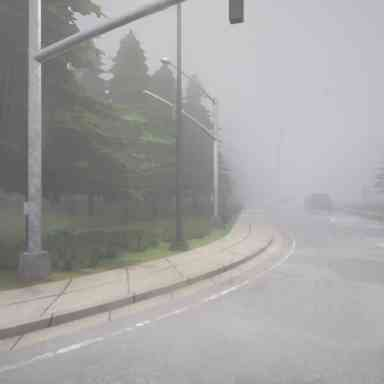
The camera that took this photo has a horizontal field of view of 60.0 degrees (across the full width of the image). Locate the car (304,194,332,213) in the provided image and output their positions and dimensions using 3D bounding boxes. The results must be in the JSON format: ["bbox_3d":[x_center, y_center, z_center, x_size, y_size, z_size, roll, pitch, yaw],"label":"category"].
[{"bbox_3d":[14.160,1.221,37.563,2.150,2.045,5.566,0,0,9],"label":"car"}]

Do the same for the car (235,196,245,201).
[{"bbox_3d":[10.051,1.527,77.889,4.892,1.490,1.837,0,0,9],"label":"car"}]

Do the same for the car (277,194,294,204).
[{"bbox_3d":[17.781,1.352,62.277,2.097,1.767,4.553,0,0,8],"label":"car"}]
